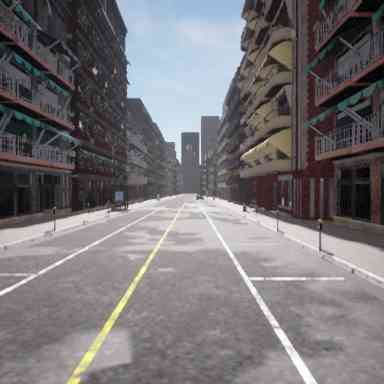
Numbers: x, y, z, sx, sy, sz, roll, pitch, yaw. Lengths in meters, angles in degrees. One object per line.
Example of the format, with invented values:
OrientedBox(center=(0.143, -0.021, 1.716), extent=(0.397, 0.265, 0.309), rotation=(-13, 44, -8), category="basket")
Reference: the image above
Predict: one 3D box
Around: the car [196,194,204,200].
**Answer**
OrientedBox(center=(2.262, 1.362, 95.014), extent=(2.097, 1.767, 4.553), rotation=(0, 0, 0), category="car")
